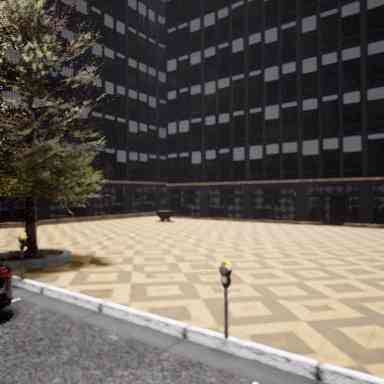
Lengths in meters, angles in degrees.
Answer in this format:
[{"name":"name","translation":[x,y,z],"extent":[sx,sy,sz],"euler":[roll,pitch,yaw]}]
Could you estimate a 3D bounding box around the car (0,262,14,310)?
[{"name":"car","translation":[-5.229,1.613,6.590],"extent":[4.313,1.339,1.947],"euler":[0,-1,36]}]
